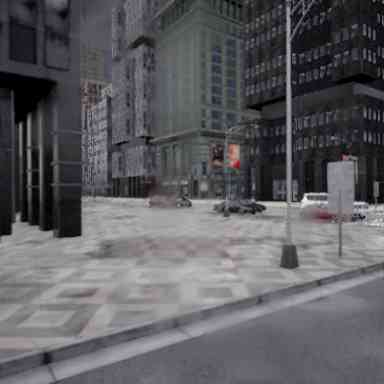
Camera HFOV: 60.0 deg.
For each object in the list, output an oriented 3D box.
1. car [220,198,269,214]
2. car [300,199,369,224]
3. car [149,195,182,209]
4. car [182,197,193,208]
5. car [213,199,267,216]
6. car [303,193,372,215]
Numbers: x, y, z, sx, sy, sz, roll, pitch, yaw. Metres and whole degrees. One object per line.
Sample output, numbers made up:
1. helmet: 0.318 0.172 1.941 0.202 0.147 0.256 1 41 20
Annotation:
1. car: 5.457 1.416 35.606 2.033 1.411 5.357 0 0 -35
2. car: 9.867 1.460 23.759 1.994 1.385 4.181 0 0 -35
3. car: -3.769 1.241 43.044 2.097 1.767 4.553 0 0 -35
4. car: -1.780 1.368 45.872 1.837 1.490 4.892 0 1 -35
5. car: 4.212 1.438 31.747 2.033 1.411 5.357 0 0 -35
6. car: 11.506 1.097 27.062 2.150 2.045 5.566 0 0 -35
